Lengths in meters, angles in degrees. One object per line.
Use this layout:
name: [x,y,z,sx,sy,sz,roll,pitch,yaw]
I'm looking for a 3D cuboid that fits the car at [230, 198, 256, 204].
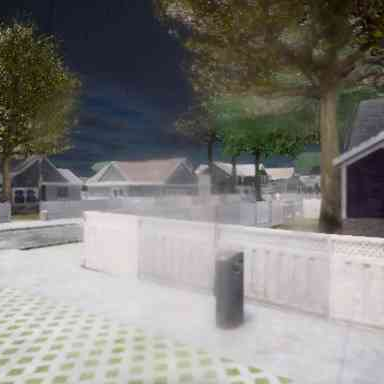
car: [5.790,1.370,37.300,1.994,1.385,4.181,0,0,36]
